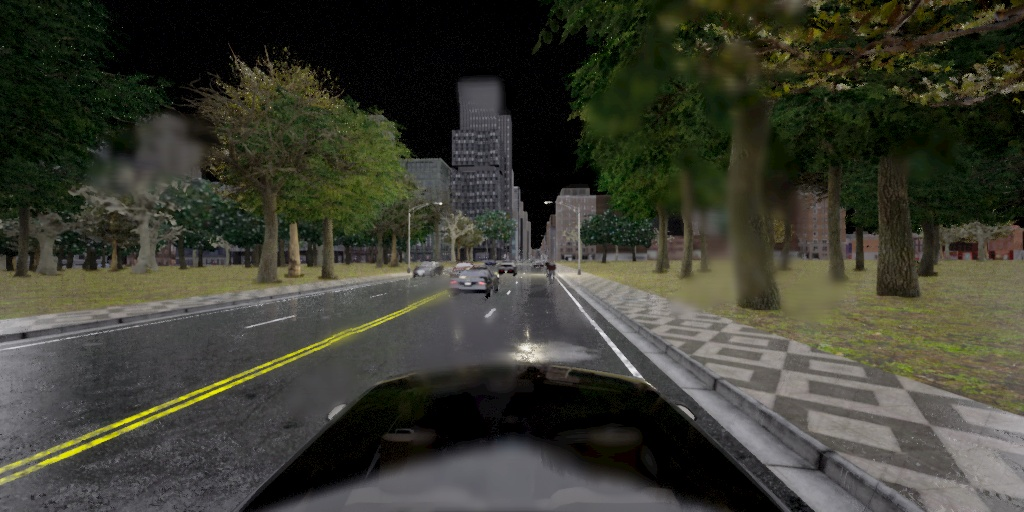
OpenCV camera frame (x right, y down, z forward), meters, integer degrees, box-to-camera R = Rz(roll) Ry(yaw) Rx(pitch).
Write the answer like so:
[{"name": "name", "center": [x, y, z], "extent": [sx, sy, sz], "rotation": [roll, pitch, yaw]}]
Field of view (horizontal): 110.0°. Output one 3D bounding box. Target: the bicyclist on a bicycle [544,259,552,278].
[{"name": "bicyclist on a bicycle", "center": [3.365, 1.143, 33.598], "extent": [0.659, 1.776, 1.843], "rotation": [0, 0, 4]}]

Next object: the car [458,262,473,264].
[{"name": "car", "center": [-4.247, 1.294, 32.248], "extent": [1.812, 1.442, 4.674], "rotation": [0, 0, 4]}]

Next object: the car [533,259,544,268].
[{"name": "car", "center": [4.845, 1.450, 64.933], "extent": [1.895, 1.301, 4.718], "rotation": [0, 0, 4]}]

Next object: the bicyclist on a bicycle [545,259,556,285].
[{"name": "bicyclist on a bicycle", "center": [2.698, 1.130, 24.411], "extent": [0.659, 1.776, 1.843], "rotation": [0, 0, 4]}]

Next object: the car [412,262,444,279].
[{"name": "car", "center": [-7.487, 1.260, 32.514], "extent": [2.128, 1.511, 4.902], "rotation": [0, 0, 4]}]

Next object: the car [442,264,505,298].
[{"name": "car", "center": [-1.781, 1.302, 18.550], "extent": [2.033, 1.411, 5.357], "rotation": [0, 0, 4]}]

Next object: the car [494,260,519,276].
[{"name": "car", "center": [-0.393, 1.284, 37.690], "extent": [1.837, 1.490, 4.892], "rotation": [0, 0, 4]}]
